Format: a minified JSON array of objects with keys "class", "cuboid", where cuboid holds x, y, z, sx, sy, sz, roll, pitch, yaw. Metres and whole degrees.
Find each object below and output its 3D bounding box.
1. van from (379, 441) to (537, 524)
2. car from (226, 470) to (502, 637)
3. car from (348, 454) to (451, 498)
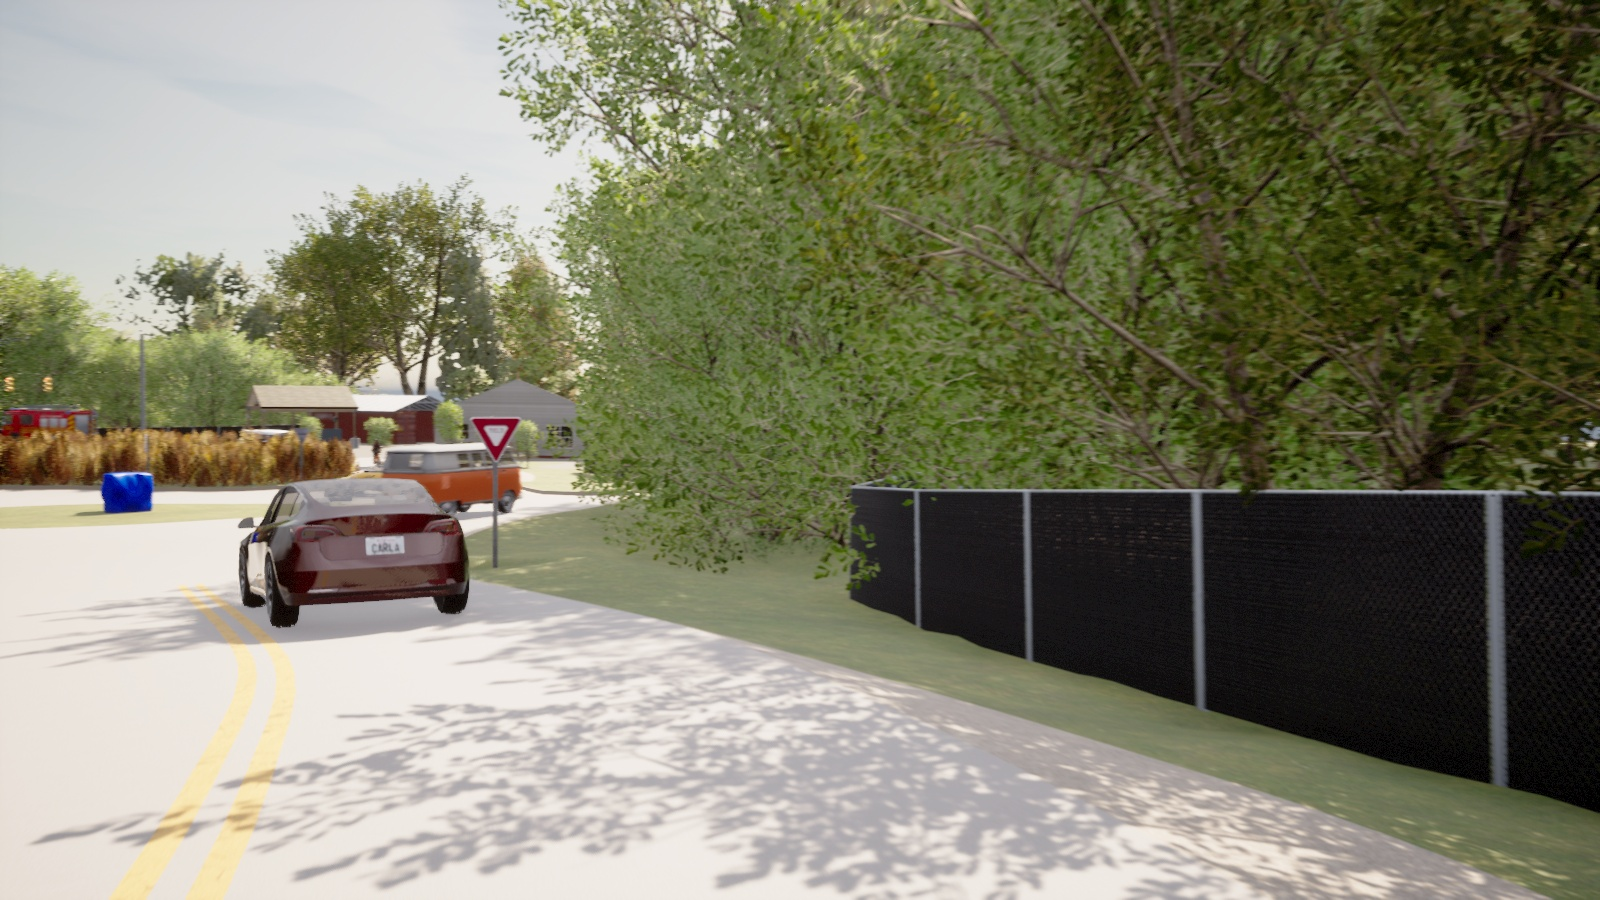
[{"class":"van","cuboid":[-9.234,0.804,34.299,1.775,1.987,4.442,0,2,23]},{"class":"car","cuboid":[-5.106,1.068,14.205,2.163,1.488,4.792,-1,-2,-29]},{"class":"car","cuboid":[-16.753,1.054,52.376,5.366,1.575,1.801,1,3,45]}]
